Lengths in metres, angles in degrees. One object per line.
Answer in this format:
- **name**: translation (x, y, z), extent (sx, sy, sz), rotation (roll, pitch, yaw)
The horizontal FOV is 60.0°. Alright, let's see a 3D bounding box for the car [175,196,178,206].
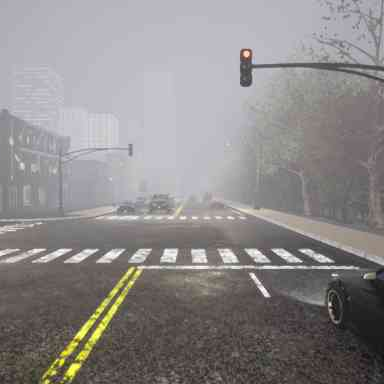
- **car**: translation (-3.316, 1.510, 46.702), extent (1.812, 1.442, 4.674), rotation (0, 0, 0)

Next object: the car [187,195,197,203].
- **car**: translation (0.026, 1.467, 66.482), extent (2.128, 1.511, 4.902), rotation (0, 0, 0)

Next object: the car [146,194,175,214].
- **car**: translation (-3.324, 1.210, 36.290), extent (2.150, 2.045, 5.566), rotation (0, 0, 0)

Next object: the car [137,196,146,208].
- **car**: translation (-6.571, 1.337, 44.249), extent (2.097, 1.767, 4.553), rotation (0, 0, 0)

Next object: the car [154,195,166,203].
- **car**: translation (-6.478, 1.452, 68.404), extent (1.882, 1.535, 5.008), rotation (0, 0, 0)

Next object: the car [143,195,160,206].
- **car**: translation (-6.562, 1.333, 54.514), extent (2.097, 1.767, 4.553), rotation (0, 0, 0)

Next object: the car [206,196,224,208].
- **car**: translation (3.370, 1.585, 46.636), extent (1.895, 1.301, 4.718), rotation (0, 0, 0)

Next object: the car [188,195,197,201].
- **car**: translation (0.031, 1.342, 76.901), extent (2.033, 1.411, 5.357), rotation (0, 0, 0)

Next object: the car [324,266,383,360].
- **car**: translation (3.350, 1.563, 4.279), extent (1.994, 1.385, 4.181), rotation (0, 0, 0)

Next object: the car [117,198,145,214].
- **car**: translation (-6.592, 1.590, 35.338), extent (1.895, 1.301, 4.718), rotation (0, 0, 1)

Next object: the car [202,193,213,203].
- **car**: translation (3.308, 1.197, 69.808), extent (2.150, 2.045, 5.566), rotation (0, 0, 1)
